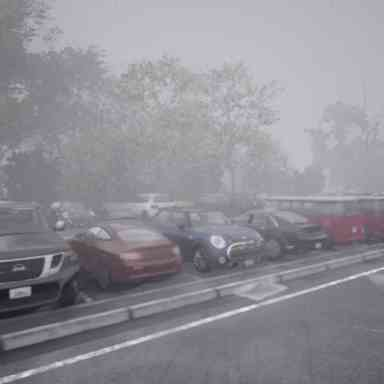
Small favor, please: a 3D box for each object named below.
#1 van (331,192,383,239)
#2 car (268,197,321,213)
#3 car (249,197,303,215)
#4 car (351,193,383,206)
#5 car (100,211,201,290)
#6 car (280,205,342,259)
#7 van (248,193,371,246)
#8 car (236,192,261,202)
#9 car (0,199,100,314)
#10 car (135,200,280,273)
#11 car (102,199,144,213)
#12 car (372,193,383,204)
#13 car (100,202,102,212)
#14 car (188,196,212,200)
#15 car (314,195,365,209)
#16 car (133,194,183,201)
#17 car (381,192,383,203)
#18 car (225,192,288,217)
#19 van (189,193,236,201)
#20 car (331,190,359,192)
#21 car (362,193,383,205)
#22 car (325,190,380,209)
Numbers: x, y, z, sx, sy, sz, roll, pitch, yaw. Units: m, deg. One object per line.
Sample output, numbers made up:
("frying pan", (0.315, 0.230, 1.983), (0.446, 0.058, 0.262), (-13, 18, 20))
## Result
("van", (7.031, 1.134, 15.708), (1.878, 1.987, 4.442), (-1, 0, -36))
("car", (10.369, 1.265, 33.995), (2.163, 1.488, 4.792), (-1, 0, -36))
("car", (8.071, 1.295, 32.423), (2.163, 1.488, 4.792), (-1, 0, -36))
("car", (23.892, 0.984, 43.709), (2.097, 1.535, 5.008), (-1, 1, -36))
("car", (-2.018, 1.490, 9.089), (2.002, 1.452, 4.674), (-1, 0, -36))
("car", (2.544, 1.406, 12.347), (2.231, 1.521, 4.892), (-1, 0, -36))
("van", (4.751, 1.157, 14.077), (1.878, 1.987, 4.442), (-1, 0, -36))
("car", (3.553, 1.071, 29.192), (2.435, 2.045, 5.566), (-1, 0, -36))
("car", (-4.285, 1.221, 7.436), (2.435, 2.045, 5.566), (-1, 0, -36))
("car", (0.241, 1.302, 10.747), (2.185, 1.767, 4.553), (-1, 0, -36))
("car", (-5.442, 1.441, 22.689), (2.163, 1.488, 4.792), (-1, 0, -36))
("car", (28.393, 0.926, 46.957), (2.163, 1.488, 4.792), (-1, 1, -36))
("car", (-7.737, 1.308, 21.121), (2.185, 1.767, 4.553), (-1, 0, -36))
("car", (-1.052, 1.364, 26.093), (1.946, 1.575, 5.366), (-1, 0, -36))
("car", (17.127, 1.117, 38.857), (2.231, 1.521, 4.892), (-1, 1, -36))
("car", (-3.220, 1.138, 24.349), (2.435, 2.045, 5.566), (-1, 0, -36))
("car", (30.775, 0.849, 48.396), (1.946, 1.575, 5.366), (-1, 1, -36))
("car", (5.845, 1.044, 30.761), (2.435, 2.045, 5.566), (-1, 0, -36))
("van", (1.244, 1.119, 27.649), (1.878, 1.987, 4.442), (-1, 0, -36))
("car", (9.396, 1.087, 17.221), (2.435, 2.045, 5.566), (-1, 0, -36))
("car", (26.149, 0.941, 45.324), (2.231, 1.521, 4.892), (-1, 1, -36))
("car", (19.394, 0.821, 40.450), (2.435, 2.045, 5.566), (-1, 1, -36))
